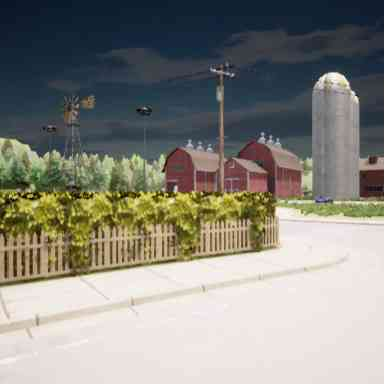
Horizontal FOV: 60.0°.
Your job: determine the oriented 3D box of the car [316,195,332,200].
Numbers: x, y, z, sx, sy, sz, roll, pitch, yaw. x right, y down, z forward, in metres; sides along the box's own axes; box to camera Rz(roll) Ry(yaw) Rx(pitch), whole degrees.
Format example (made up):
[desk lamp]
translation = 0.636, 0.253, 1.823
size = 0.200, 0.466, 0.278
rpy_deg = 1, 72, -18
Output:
[car]
translation = 22.028, 1.393, 55.323
size = 2.242, 1.667, 4.611
rpy_deg = 0, 0, 34
